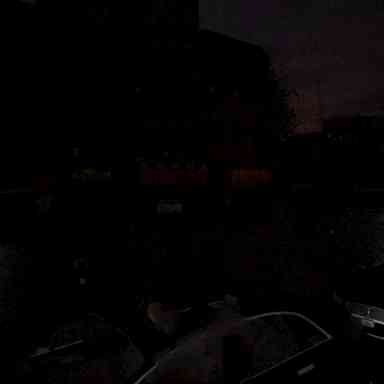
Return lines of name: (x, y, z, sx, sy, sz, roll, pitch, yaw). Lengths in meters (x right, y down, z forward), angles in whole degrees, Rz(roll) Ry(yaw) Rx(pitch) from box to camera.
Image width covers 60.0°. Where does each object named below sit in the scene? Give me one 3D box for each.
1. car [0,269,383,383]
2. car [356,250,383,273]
car: (-0.268, 1.550, 2.643, 4.403, 1.369, 2.008, 0, -2, -35)
car: (4.172, 1.548, 5.801, 4.403, 1.369, 2.008, 0, -2, -35)
